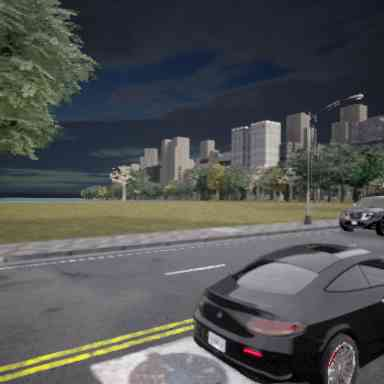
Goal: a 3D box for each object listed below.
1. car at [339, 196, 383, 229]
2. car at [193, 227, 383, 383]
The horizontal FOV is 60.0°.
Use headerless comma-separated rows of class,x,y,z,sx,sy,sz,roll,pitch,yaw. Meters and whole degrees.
car,10.762,1.251,18.889,5.566,2.045,2.150,0,0,-34
car,2.186,1.531,5.067,4.674,1.442,1.812,0,0,-34
